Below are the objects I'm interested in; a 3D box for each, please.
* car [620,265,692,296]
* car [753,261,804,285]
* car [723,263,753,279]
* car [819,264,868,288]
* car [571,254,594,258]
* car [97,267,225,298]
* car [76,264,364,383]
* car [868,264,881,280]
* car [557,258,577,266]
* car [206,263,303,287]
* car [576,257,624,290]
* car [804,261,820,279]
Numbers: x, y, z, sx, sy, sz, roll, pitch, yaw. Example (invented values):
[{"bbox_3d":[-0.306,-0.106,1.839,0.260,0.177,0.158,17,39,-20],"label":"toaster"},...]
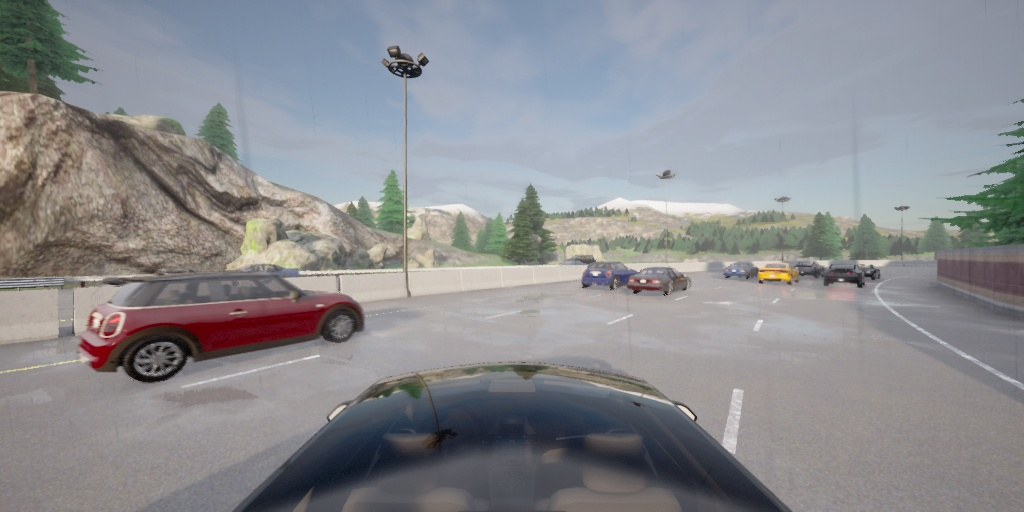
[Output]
[{"bbox_3d":[8.133,1.297,19.562,2.033,1.411,5.357,0,0,41],"label":"car"},{"bbox_3d":[19.667,1.228,26.372,5.008,1.535,1.882,0,0,-44],"label":"car"},{"bbox_3d":[20.761,1.297,32.145,5.357,1.411,2.033,0,0,-41],"label":"car"},{"bbox_3d":[22.427,1.255,24.169,4.892,1.490,1.837,0,0,-43],"label":"car"},{"bbox_3d":[9.529,0.781,50.437,5.566,2.045,2.150,0,0,-40],"label":"car"},{"bbox_3d":[-18.784,1.351,19.451,1.895,1.301,4.718,0,0,35],"label":"car"},{"bbox_3d":[-5.500,1.102,7.525,2.097,1.767,4.553,0,0,34],"label":"car"},{"bbox_3d":[30.344,1.351,31.028,4.718,1.301,1.895,0,0,-39],"label":"car"},{"bbox_3d":[7.258,1.275,43.775,4.674,1.442,1.812,0,0,-42],"label":"car"},{"bbox_3d":[-18.421,1.297,25.955,2.033,1.411,5.357,0,0,37],"label":"car"},{"bbox_3d":[6.306,1.101,22.682,2.097,1.767,4.553,0,0,41],"label":"car"},{"bbox_3d":[27.584,1.241,33.275,4.902,1.511,2.128,0,0,-39],"label":"car"}]
